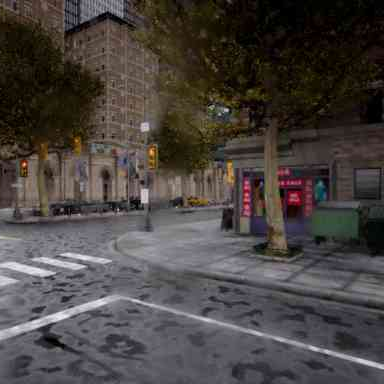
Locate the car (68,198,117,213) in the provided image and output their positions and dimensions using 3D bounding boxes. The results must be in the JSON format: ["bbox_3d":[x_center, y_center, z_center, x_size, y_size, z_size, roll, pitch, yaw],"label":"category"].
[{"bbox_3d":[-10.663,1.563,35.893,1.994,1.385,4.181,0,0,36],"label":"car"}]

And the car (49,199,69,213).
[{"bbox_3d":[-13.845,1.503,37.466,1.837,1.490,4.892,0,0,36],"label":"car"}]

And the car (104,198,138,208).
[{"bbox_3d":[-10.172,1.593,47.925,1.895,1.301,4.718,0,0,36],"label":"car"}]

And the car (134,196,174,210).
[{"bbox_3d":[-4.932,1.503,43.818,1.837,1.490,4.892,0,0,36],"label":"car"}]

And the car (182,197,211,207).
[{"bbox_3d":[1.077,1.476,52.106,1.882,1.535,5.008,0,0,36],"label":"car"}]

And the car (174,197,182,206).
[{"bbox_3d":[-1.780,1.476,54.134,1.882,1.535,5.008,0,0,36],"label":"car"}]

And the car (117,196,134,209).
[{"bbox_3d":[-7.899,1.350,45.690,2.097,1.767,4.553,0,0,36],"label":"car"}]
